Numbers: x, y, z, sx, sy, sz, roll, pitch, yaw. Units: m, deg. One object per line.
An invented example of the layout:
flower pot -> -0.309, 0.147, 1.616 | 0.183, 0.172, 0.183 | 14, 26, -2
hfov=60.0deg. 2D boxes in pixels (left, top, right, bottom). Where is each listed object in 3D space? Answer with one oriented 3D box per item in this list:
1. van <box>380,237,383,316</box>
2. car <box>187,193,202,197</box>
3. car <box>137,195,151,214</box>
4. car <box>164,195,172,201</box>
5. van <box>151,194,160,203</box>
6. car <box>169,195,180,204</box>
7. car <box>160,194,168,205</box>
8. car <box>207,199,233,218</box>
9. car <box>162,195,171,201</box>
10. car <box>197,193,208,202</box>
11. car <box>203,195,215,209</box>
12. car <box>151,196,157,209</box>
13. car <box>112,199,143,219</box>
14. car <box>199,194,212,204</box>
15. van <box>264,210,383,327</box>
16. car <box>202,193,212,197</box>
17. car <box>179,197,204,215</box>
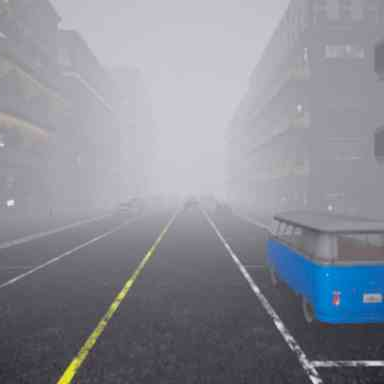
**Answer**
van -> 2.676, 1.337, 1.158 | 1.690, 1.788, 3.998 | -1, 0, 0
car -> -0.091, 1.296, 46.763 | 2.097, 1.767, 4.553 | 0, 0, 0
car -> -5.807, 1.404, 34.766 | 1.967, 1.590, 4.097 | -1, 0, 0
car -> -6.045, 1.490, 85.184 | 1.802, 1.307, 4.206 | -1, 0, 0
van -> -5.855, 1.292, 45.969 | 1.690, 1.788, 3.998 | -1, 0, 0
car -> -3.284, 1.405, 63.620 | 1.882, 1.535, 5.008 | 0, 0, 0
car -> -5.924, 1.253, 57.173 | 2.192, 1.841, 5.009 | -1, 0, 0
car -> 2.565, 1.545, 29.169 | 1.802, 1.307, 4.206 | -1, 0, 0
car -> -6.022, 1.496, 79.582 | 1.802, 1.307, 4.206 | -1, 0, 0
car -> 2.378, 1.228, 73.985 | 2.192, 1.841, 5.009 | -1, 0, 0
car -> 2.518, 1.475, 40.543 | 1.752, 1.417, 4.829 | -1, 0, 0
car -> -5.829, 1.508, 40.368 | 2.008, 1.369, 4.403 | -1, 0, 0
car -> -5.782, 1.552, 29.164 | 1.802, 1.307, 4.206 | -1, 0, 0
car -> 2.423, 1.240, 62.781 | 2.192, 1.841, 5.009 | -1, 0, 0
van -> 2.654, 1.331, 6.761 | 1.690, 1.788, 3.998 | -1, 0, 0
car -> 2.469, 1.253, 51.577 | 2.192, 1.841, 5.009 | -1, 0, 0
car -> -0.038, 1.486, 33.091 | 1.812, 1.442, 4.674 | 0, 0, 0
